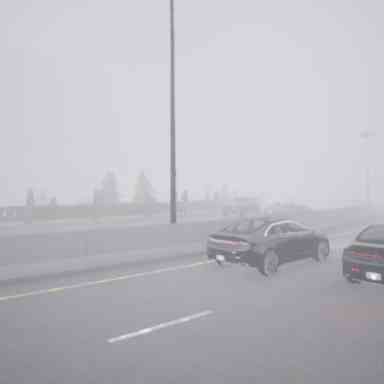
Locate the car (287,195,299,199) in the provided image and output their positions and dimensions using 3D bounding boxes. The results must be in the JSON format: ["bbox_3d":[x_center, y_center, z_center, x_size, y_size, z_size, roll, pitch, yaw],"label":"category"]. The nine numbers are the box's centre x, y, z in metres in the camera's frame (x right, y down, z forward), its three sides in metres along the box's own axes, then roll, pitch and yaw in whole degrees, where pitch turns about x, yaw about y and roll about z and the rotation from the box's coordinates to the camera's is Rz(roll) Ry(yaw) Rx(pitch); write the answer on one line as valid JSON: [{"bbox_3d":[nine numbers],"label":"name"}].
[{"bbox_3d":[21.544,1.615,71.163,2.150,2.045,5.566,-1,0,10],"label":"car"}]

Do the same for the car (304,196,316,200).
[{"bbox_3d":[25.014,1.704,70.688,2.097,1.767,4.553,-1,0,10],"label":"car"}]

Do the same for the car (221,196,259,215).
[{"bbox_3d":[5.166,1.481,34.122,2.150,2.045,5.566,-1,-1,36],"label":"car"}]

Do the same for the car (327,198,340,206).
[{"bbox_3d":[27.101,1.861,63.796,1.812,1.442,4.674,-1,-1,16],"label":"car"}]

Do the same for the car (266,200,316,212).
[{"bbox_3d":[8.227,1.664,26.780,2.128,1.511,4.902,-1,-1,39],"label":"car"}]

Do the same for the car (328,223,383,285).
[{"bbox_3d":[5.665,1.542,8.697,4.892,1.490,1.837,0,-1,-42],"label":"car"}]

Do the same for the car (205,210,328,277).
[{"bbox_3d":[2.585,1.567,10.627,4.902,1.511,2.128,0,-1,-42],"label":"car"}]

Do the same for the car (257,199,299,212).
[{"bbox_3d":[8.732,1.714,33.112,2.128,1.511,4.902,-1,-1,35],"label":"car"}]
